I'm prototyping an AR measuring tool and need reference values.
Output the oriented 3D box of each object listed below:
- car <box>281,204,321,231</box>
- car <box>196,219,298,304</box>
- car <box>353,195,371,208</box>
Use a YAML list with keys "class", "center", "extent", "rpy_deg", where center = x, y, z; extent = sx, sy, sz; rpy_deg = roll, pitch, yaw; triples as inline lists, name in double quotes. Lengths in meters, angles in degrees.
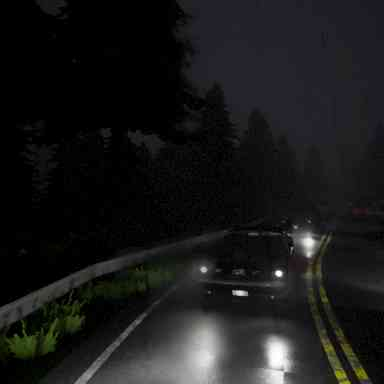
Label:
- class: "car"
  center: [6.660, 1.460, 20.054]
  extent: [2.033, 1.411, 5.357]
  rpy_deg: [-2, 0, 26]
- class: "car"
  center: [1.582, 1.598, 8.412]
  extent: [1.895, 1.301, 4.718]
  rpy_deg: [-1, 0, 18]
- class: "car"
  center: [20.610, 1.058, 40.242]
  extent: [2.128, 1.511, 4.902]
  rpy_deg: [-2, 0, 28]
